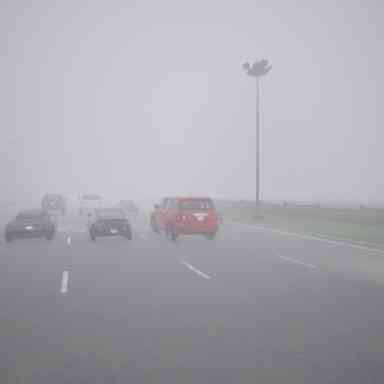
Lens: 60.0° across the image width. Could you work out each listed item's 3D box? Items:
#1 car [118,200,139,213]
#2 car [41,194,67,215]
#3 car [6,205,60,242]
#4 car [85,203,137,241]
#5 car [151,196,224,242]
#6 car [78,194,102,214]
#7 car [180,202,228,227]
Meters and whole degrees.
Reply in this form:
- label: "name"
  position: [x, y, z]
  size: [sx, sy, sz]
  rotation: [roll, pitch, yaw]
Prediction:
- label: "car"
  position: [-6.806, 1.528, 34.483]
  size: [2.033, 1.411, 5.357]
  rotation: [0, 0, -20]
- label: "car"
  position: [-14.044, 1.200, 33.952]
  size: [2.150, 2.045, 5.566]
  rotation: [0, 0, -20]
- label: "car"
  position: [-7.893, 1.552, 16.620]
  size: [1.994, 1.385, 4.181]
  rotation: [0, 0, -19]
- label: "car"
  position: [-4.173, 1.516, 16.600]
  size: [1.812, 1.442, 4.674]
  rotation: [0, 0, -19]
- label: "car"
  position: [-0.532, 1.216, 16.807]
  size: [2.150, 2.045, 5.566]
  rotation: [0, 0, -19]
- label: "car"
  position: [-10.783, 1.201, 35.223]
  size: [2.150, 2.045, 5.566]
  rotation: [0, 0, -20]
- label: "car"
  position: [0.738, 1.516, 23.685]
  size: [1.812, 1.442, 4.674]
  rotation: [0, 0, -20]
